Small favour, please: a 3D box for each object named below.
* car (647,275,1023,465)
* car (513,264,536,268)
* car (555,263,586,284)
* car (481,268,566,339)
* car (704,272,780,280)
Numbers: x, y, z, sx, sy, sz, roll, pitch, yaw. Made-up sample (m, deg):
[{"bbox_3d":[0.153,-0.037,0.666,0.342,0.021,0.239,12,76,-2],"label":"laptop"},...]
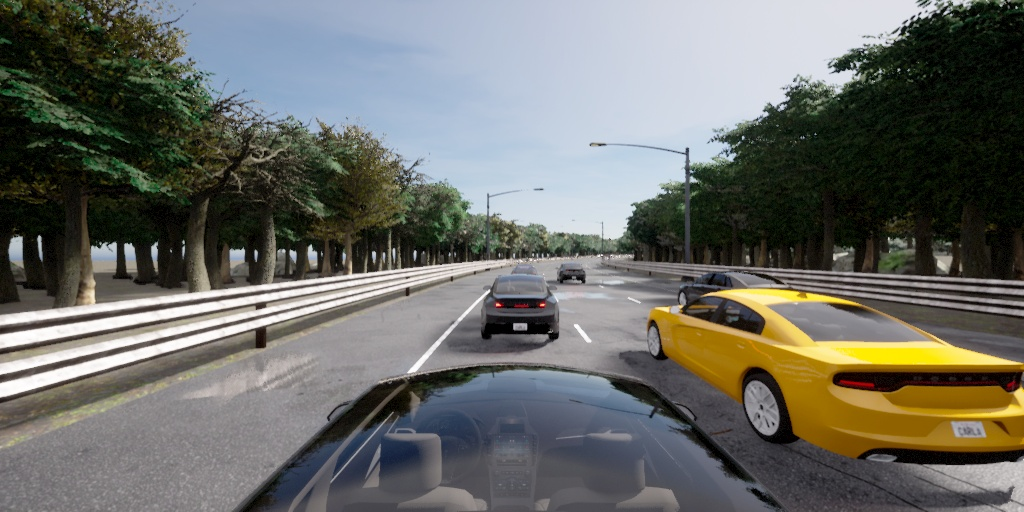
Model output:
[{"bbox_3d":[3.652,1.227,5.328,1.882,1.535,5.008,0,0,0],"label":"car"},{"bbox_3d":[0.957,1.316,27.454,1.994,1.385,4.181,0,0,3],"label":"car"},{"bbox_3d":[4.455,1.257,27.321,1.837,1.490,4.892,0,0,3],"label":"car"},{"bbox_3d":[0.224,1.255,10.030,1.837,1.490,4.892,0,0,1],"label":"car"},{"bbox_3d":[7.266,1.255,11.957,1.837,1.490,4.892,0,0,2],"label":"car"}]
